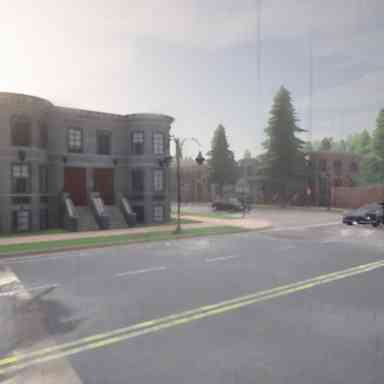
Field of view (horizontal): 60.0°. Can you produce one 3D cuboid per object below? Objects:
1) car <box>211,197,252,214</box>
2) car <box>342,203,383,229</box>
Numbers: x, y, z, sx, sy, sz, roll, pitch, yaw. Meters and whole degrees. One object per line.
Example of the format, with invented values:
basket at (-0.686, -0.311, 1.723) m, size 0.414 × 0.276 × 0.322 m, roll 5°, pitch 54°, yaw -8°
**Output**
car at (3.815, 1.316, 33.052) m, size 1.837 × 1.490 × 4.892 m, roll 0°, pitch 0°, yaw -33°
car at (11.652, 1.402, 20.905) m, size 5.357 × 1.411 × 2.033 m, roll 0°, pitch 0°, yaw -35°
